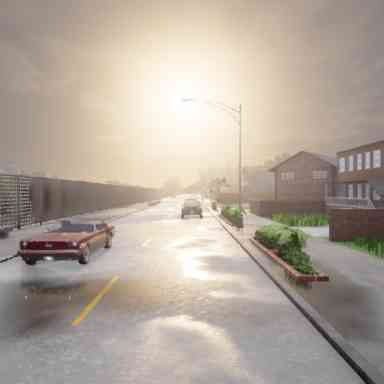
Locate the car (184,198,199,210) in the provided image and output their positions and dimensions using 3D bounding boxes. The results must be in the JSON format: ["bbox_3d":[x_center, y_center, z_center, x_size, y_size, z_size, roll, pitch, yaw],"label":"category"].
[{"bbox_3d":[-0.071,1.505,42.929,1.837,1.490,4.892,0,0,0],"label":"car"}]

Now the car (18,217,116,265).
[{"bbox_3d":[-4.138,1.601,11.793,1.895,1.301,4.718,0,0,0],"label":"car"}]

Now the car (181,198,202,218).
[{"bbox_3d":[-0.012,1.526,30.206,1.812,1.442,4.674,0,0,0],"label":"car"}]
